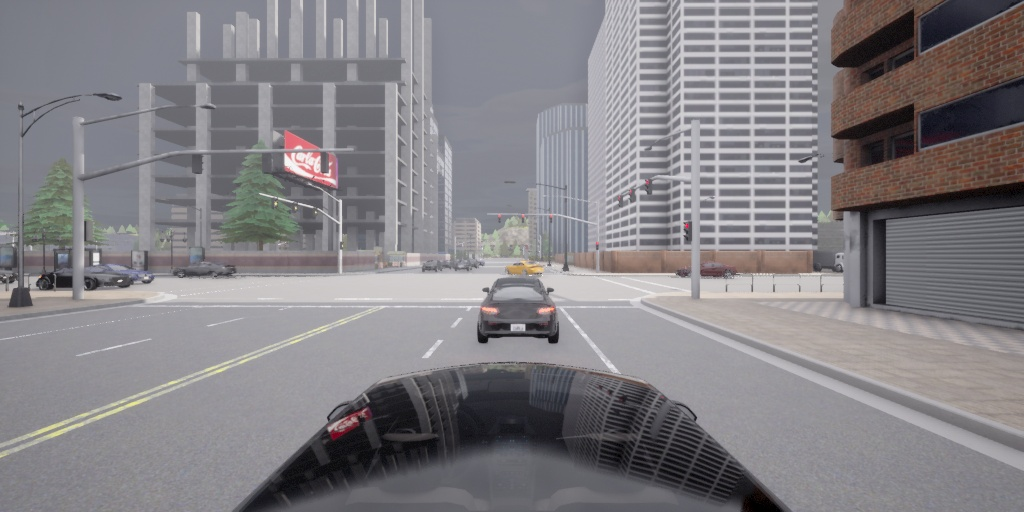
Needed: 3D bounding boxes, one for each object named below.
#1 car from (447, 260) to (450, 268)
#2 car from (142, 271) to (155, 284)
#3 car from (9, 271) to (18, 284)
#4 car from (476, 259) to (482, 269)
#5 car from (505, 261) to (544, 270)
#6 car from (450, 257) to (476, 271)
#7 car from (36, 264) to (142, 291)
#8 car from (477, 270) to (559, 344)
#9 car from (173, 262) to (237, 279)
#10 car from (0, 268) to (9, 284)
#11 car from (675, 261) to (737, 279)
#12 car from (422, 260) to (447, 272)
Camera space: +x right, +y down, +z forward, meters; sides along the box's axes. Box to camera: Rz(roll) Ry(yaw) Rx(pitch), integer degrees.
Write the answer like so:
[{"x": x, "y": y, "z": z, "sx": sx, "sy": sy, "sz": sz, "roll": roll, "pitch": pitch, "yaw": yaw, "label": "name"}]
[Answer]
[{"x": -9.950, "y": 1.297, "z": 55.389, "sx": 2.033, "sy": 1.411, "sz": 5.357, "roll": 0, "pitch": 0, "yaw": 1, "label": "car"}, {"x": -27.853, "y": 1.276, "z": 25.035, "sx": 4.674, "sy": 1.442, "sz": 1.812, "roll": 0, "pitch": 0, "yaw": 0, "label": "car"}, {"x": -37.843, "y": 1.255, "z": 25.108, "sx": 4.892, "sy": 1.490, "sz": 1.837, "roll": 0, "pitch": 0, "yaw": 0, "label": "car"}, {"x": -6.409, "y": 1.255, "z": 57.930, "sx": 1.837, "sy": 1.490, "sz": 4.892, "roll": 0, "pitch": 0, "yaw": 1, "label": "car"}, {"x": 1.202, "y": 1.228, "z": 36.455, "sx": 1.882, "sy": 1.535, "sz": 5.008, "roll": -2, "pitch": 1, "yaw": -34, "label": "car"}, {"x": -6.533, "y": 1.241, "z": 48.558, "sx": 2.128, "sy": 1.511, "sz": 4.902, "roll": 0, "pitch": 0, "yaw": 1, "label": "car"}, {"x": -25.501, "y": 1.314, "z": 21.518, "sx": 4.181, "sy": 1.385, "sz": 1.994, "roll": 0, "pitch": 0, "yaw": 0, "label": "car"}, {"x": 0.161, "y": 1.276, "z": 9.513, "sx": 1.812, "sy": 1.442, "sz": 4.674, "roll": 0, "pitch": 0, "yaw": 1, "label": "car"}, {"x": -27.552, "y": 1.241, "z": 32.233, "sx": 4.902, "sy": 1.511, "sz": 2.128, "roll": 0, "pitch": 0, "yaw": 0, "label": "car"}, {"x": -34.199, "y": 1.102, "z": 21.581, "sx": 4.553, "sy": 1.767, "sz": 2.097, "roll": 0, "pitch": 0, "yaw": 0, "label": "car"}, {"x": 17.199, "y": 1.228, "z": 31.922, "sx": 5.008, "sy": 1.535, "sz": 1.882, "roll": 0, "pitch": 0, "yaw": 0, "label": "car"}, {"x": -10.073, "y": 1.255, "z": 45.653, "sx": 1.837, "sy": 1.490, "sz": 4.892, "roll": 0, "pitch": 0, "yaw": 1, "label": "car"}]
